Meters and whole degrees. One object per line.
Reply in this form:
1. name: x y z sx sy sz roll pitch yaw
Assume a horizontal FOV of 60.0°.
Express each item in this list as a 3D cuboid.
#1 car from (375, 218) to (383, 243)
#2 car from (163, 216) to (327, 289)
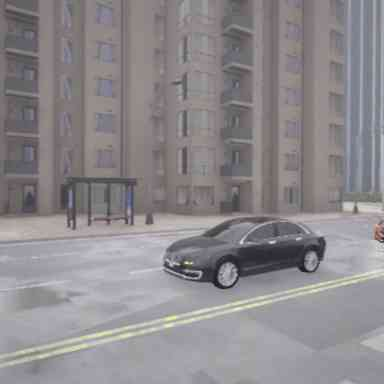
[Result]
1. car: 9.892 1.310 14.202 4.553 1.767 2.097 0 0 -32
2. car: 1.583 1.453 9.037 4.892 1.490 1.837 0 0 -32
